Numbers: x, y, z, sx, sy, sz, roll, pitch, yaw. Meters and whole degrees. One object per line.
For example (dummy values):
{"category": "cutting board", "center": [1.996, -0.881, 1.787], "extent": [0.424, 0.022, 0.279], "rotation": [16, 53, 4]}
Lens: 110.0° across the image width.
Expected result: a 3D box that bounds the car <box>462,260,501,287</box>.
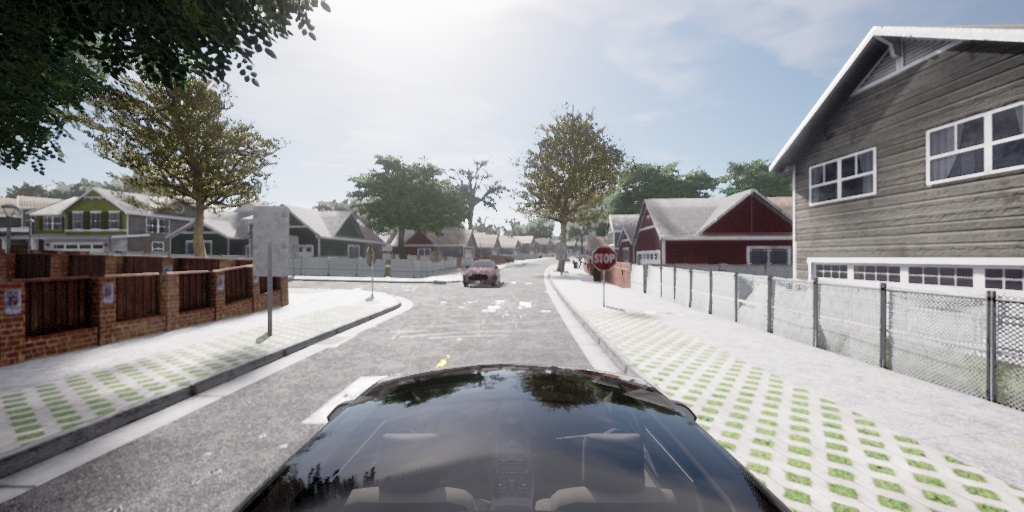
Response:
{"category": "car", "center": [-1.956, 1.040, 24.051], "extent": [2.097, 1.767, 4.553], "rotation": [1, -1, 3]}
